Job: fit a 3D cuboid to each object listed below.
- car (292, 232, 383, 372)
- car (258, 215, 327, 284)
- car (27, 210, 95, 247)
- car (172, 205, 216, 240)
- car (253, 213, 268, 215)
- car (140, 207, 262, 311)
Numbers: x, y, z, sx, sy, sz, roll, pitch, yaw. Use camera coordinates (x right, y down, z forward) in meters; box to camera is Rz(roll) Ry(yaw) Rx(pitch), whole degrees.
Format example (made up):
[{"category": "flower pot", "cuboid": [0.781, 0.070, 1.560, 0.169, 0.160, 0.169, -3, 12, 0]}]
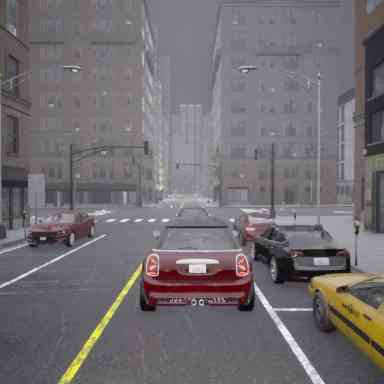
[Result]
[{"category": "car", "cuboid": [2.859, 1.524, 3.985, 1.752, 1.417, 4.829, -1, 0, 0]}, {"category": "car", "cuboid": [2.850, 1.562, 9.401, 1.947, 1.339, 4.313, -1, 0, 0]}, {"category": "car", "cuboid": [-5.705, 1.539, 14.969, 1.887, 1.381, 4.507, -1, 0, 0]}, {"category": "car", "cuboid": [0.066, 1.541, 18.144, 2.033, 1.411, 5.357, 0, 0, 0]}, {"category": "car", "cuboid": [2.841, 1.576, 14.987, 1.802, 1.307, 4.206, -1, 0, 0]}, {"category": "car", "cuboid": [0.087, 1.349, 7.905, 2.097, 1.767, 4.553, 0, 0, 0]}]
